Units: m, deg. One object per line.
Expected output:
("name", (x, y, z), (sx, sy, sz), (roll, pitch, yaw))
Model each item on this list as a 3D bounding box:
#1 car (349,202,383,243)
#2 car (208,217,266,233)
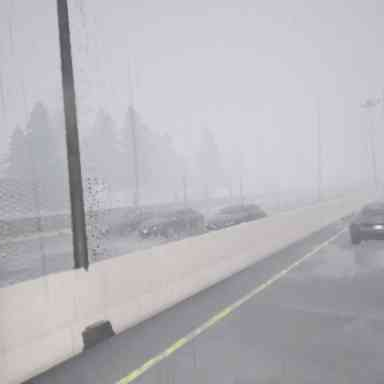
("car", (7.390, 1.068, 12.789), (1.994, 1.385, 4.181), (-5, 0, 35))
("car", (2.513, 1.428, 18.358), (1.837, 1.490, 4.892), (-5, 0, 35))
